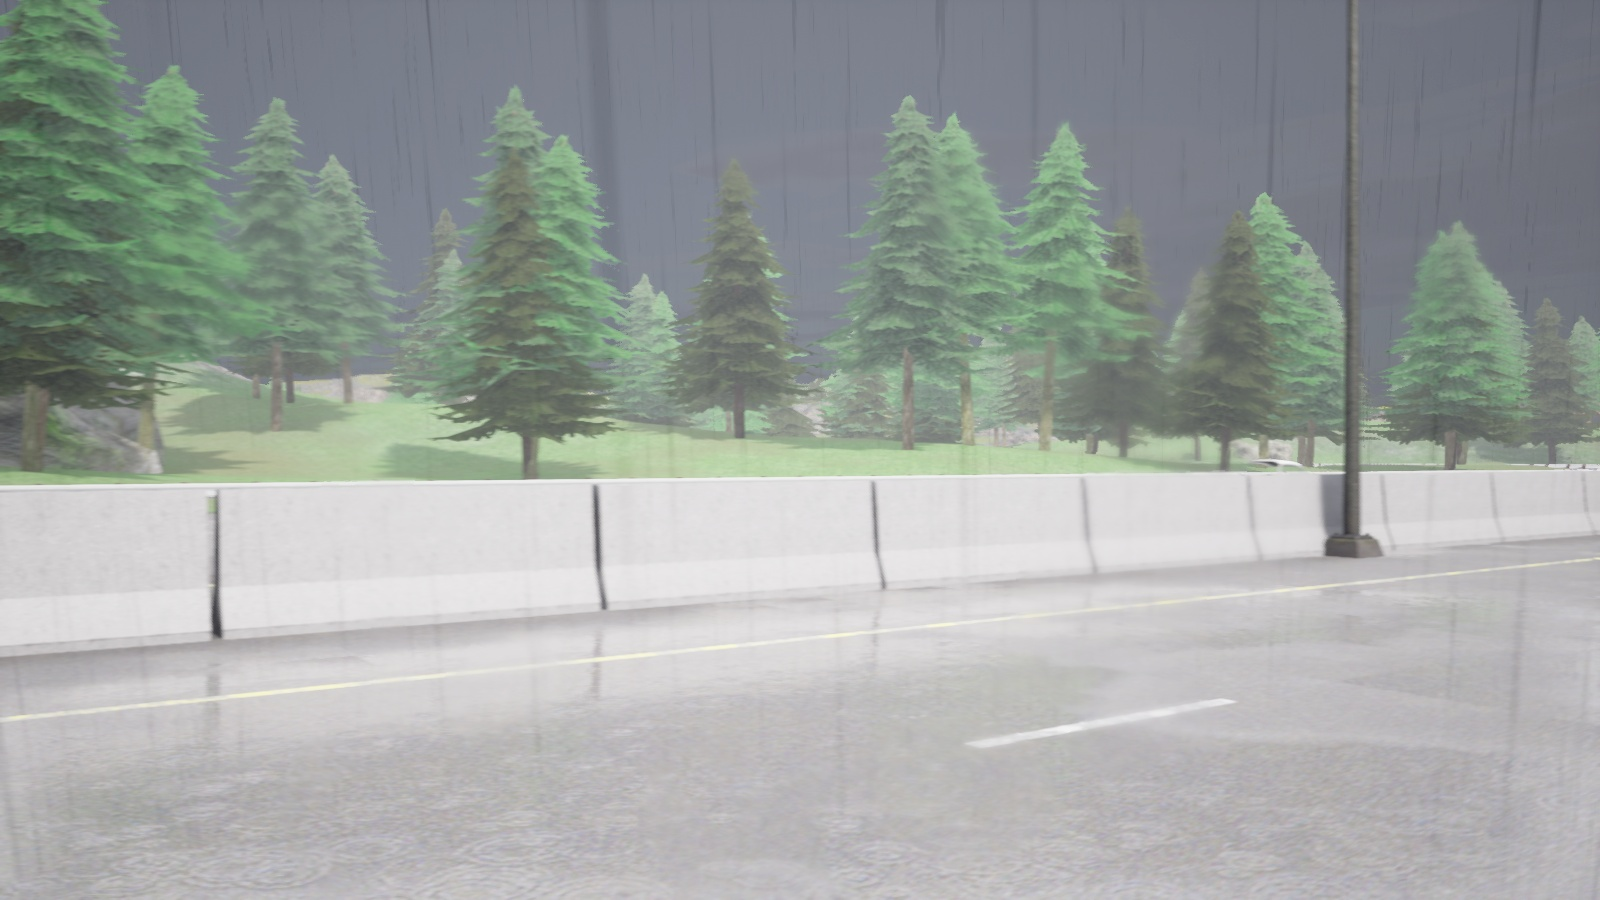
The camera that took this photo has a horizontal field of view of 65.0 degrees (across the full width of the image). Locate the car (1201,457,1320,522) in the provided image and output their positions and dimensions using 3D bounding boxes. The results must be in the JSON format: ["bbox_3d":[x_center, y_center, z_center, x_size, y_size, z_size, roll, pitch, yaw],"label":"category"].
[{"bbox_3d":[10.210,0.848,27.822,2.207,1.376,1.481,0,0,-35],"label":"car"}]
